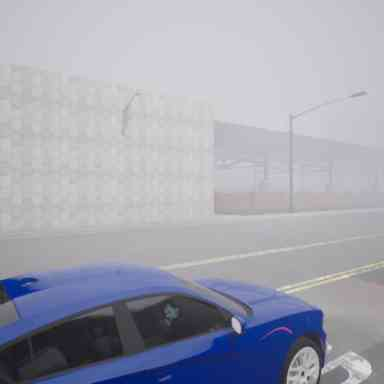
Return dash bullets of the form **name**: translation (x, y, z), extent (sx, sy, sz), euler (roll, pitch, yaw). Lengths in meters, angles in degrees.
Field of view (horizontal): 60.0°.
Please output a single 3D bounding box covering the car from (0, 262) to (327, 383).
- **car**: translation (-0.683, 1.477, 3.261), extent (5.008, 1.535, 1.882), euler (0, 0, -36)
